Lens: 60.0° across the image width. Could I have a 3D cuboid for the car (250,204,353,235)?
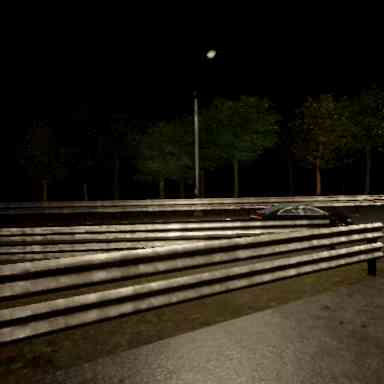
[{"bbox_3d":[5.145,1.316,15.822,4.902,1.511,2.128,-1,1,-8],"label":"car"}]
